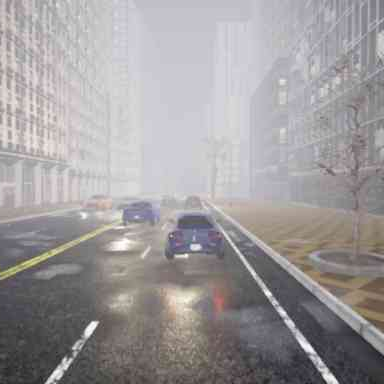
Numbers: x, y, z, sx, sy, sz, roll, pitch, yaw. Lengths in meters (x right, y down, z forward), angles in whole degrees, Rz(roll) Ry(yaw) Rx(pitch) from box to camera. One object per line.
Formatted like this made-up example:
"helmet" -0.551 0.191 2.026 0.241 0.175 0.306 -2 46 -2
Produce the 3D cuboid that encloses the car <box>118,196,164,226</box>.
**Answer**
"car" -3.142 1.255 21.399 1.882 1.535 5.008 0 1 0

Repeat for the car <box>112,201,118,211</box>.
"car" -6.488 1.199 34.712 2.033 1.411 5.357 0 1 0

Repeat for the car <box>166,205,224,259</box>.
"car" 0.105 1.400 11.900 1.812 1.442 4.674 0 1 0

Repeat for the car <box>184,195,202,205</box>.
"car" 0.113 1.092 38.052 1.882 1.535 5.008 0 1 0

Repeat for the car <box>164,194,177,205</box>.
"car" -3.134 1.030 46.070 2.128 1.511 4.902 0 1 0

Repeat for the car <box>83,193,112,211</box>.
"car" -9.738 1.008 34.741 2.097 1.767 4.553 0 1 0
